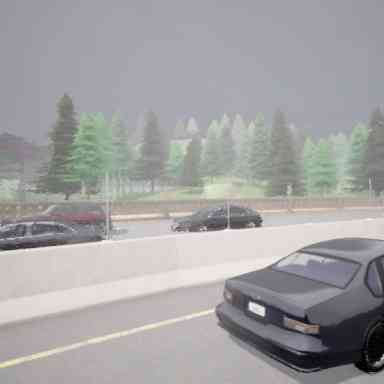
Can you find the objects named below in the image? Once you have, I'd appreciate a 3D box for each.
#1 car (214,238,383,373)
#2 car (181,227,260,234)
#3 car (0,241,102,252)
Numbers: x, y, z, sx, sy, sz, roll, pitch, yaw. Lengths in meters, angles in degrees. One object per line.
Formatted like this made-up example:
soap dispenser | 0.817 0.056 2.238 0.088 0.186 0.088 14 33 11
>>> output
car | 2.953 1.506 5.515 5.357 1.411 2.033 0 0 -32
car | 1.292 1.414 16.848 4.892 1.490 1.837 0 0 -29
car | -4.804 1.470 8.983 4.902 1.511 2.128 0 0 -33
